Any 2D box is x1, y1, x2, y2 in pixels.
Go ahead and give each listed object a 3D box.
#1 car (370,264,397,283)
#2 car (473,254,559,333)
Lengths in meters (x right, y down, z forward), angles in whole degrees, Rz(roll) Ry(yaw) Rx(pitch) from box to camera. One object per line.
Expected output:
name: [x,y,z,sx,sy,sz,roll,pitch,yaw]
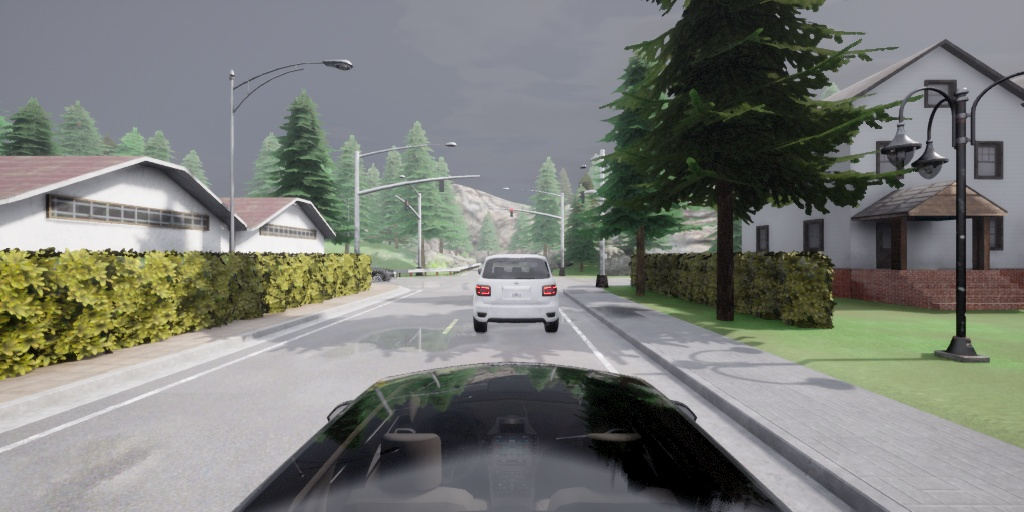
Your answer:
car: [-11.262,1.226,27.102,4.902,1.511,2.128,0,0,0]
car: [0.106,0.971,10.912,2.150,2.045,5.566,0,0,0]
